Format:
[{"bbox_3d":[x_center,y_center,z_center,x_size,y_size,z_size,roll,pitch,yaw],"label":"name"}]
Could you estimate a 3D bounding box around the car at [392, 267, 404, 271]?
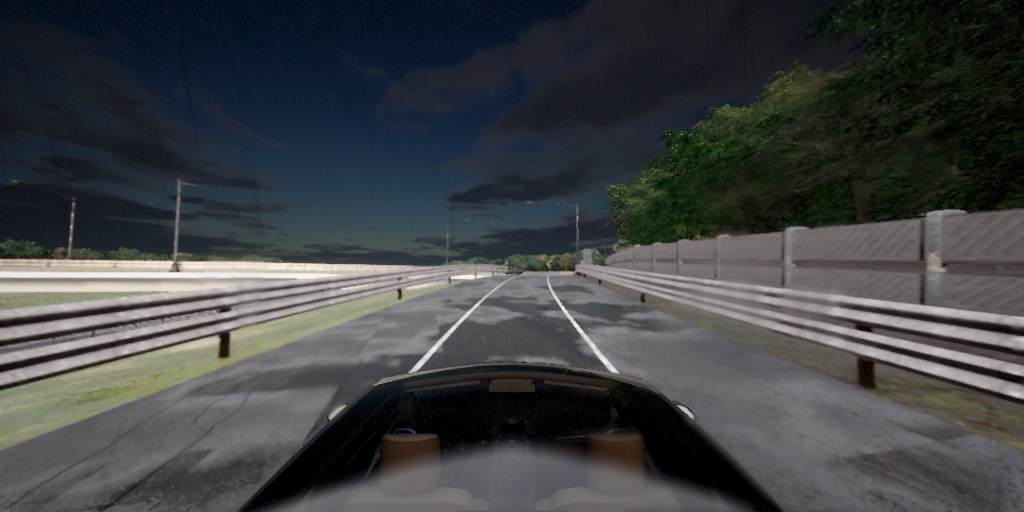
[{"bbox_3d":[-16.525,2.220,55.803,4.181,1.385,1.994,3,-4,-37],"label":"car"}]
